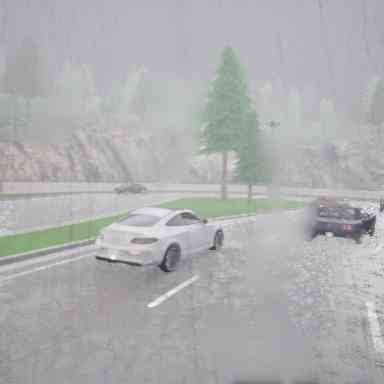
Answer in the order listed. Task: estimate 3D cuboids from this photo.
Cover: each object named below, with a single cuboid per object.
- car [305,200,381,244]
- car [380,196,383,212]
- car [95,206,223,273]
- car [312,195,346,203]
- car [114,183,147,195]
[{"bbox_3d":[6.408,1.241,13.996,1.895,1.301,4.718,3,3,37],"label":"car"},{"bbox_3d":[17.171,0.773,28.232,2.097,1.767,4.553,3,2,30],"label":"car"},{"bbox_3d":[-0.661,1.130,9.338,1.812,1.442,4.674,3,2,27],"label":"car"},{"bbox_3d":[10.204,0.919,24.441,1.994,1.385,4.181,3,3,38],"label":"car"},{"bbox_3d":[-8.018,-0.422,43.617,1.837,1.490,4.892,3,2,35],"label":"car"}]
